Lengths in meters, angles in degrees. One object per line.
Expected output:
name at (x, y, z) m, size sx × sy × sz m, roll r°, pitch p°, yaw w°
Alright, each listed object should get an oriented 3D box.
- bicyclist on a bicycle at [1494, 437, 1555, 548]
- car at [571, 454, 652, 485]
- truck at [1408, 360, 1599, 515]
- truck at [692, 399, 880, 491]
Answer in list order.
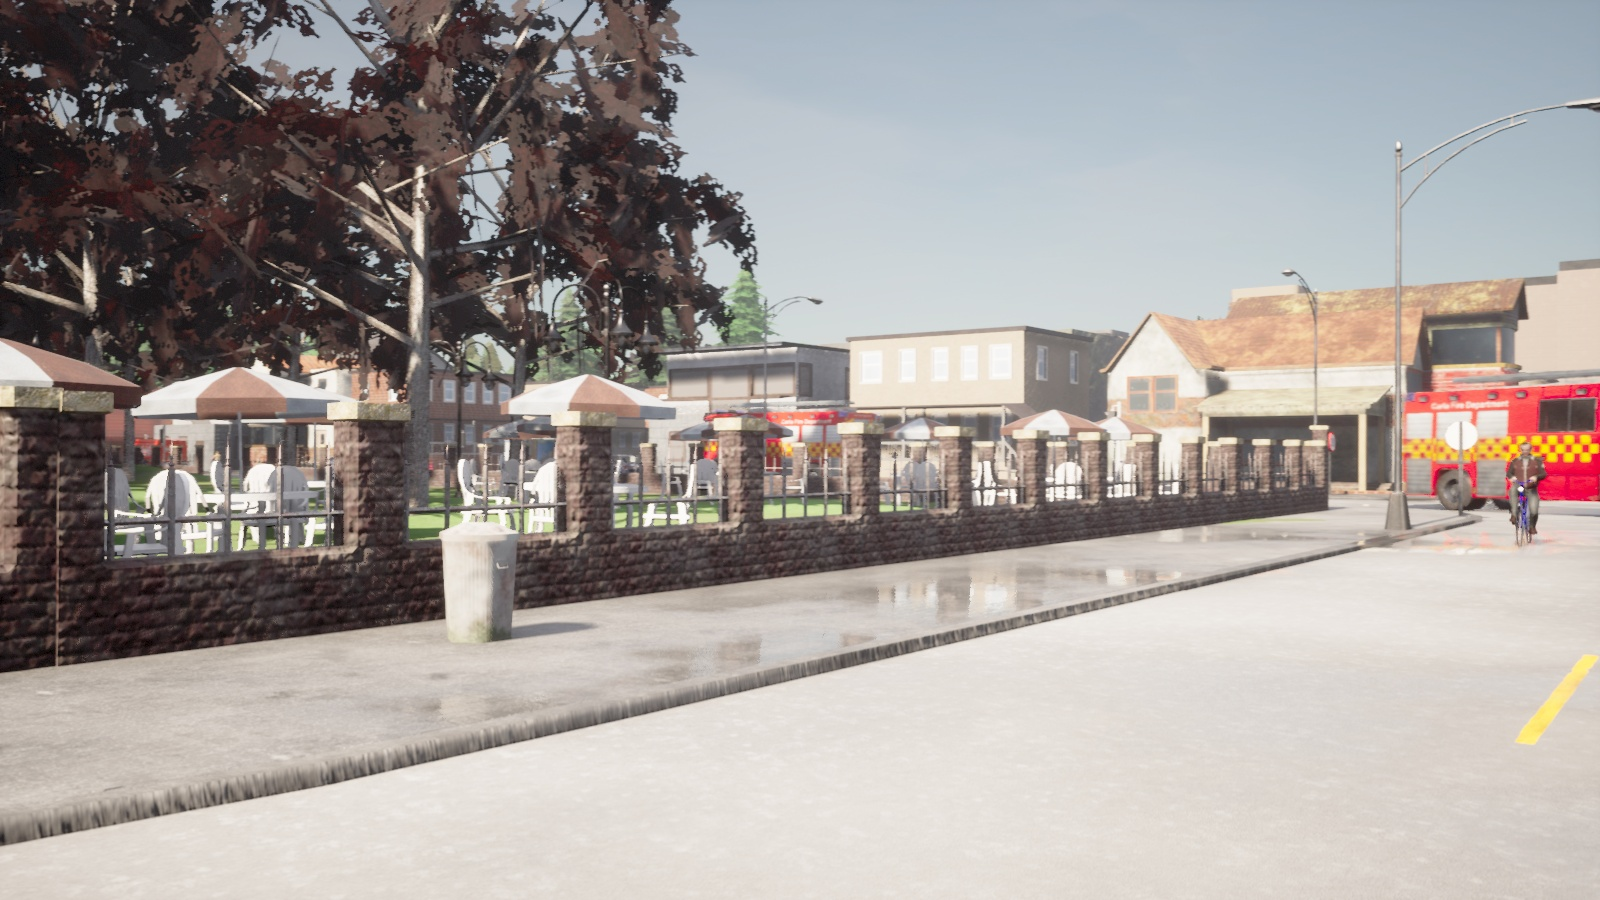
bicyclist on a bicycle at (12.184, 0.694, 21.097) m, size 0.659 × 1.776 × 1.843 m, roll 0°, pitch -1°, yaw 37°
car at (-9.483, 0.964, 63.110) m, size 3.806 × 1.475 × 1.970 m, roll 0°, pitch 0°, yaw 38°
truck at (20.501, -0.297, 32.946) m, size 2.891 × 3.827 × 8.468 m, roll 0°, pitch 0°, yaw -22°
truck at (-0.737, -0.195, 56.449) m, size 8.468 × 3.827 × 2.891 m, roll 0°, pitch 0°, yaw 37°
